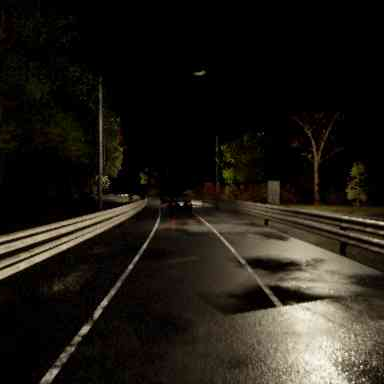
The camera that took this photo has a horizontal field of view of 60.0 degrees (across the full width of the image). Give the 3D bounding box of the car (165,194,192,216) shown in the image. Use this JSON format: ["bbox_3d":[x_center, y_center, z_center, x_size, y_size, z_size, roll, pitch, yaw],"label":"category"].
[{"bbox_3d":[-1.220,1.214,32.726,2.150,2.045,5.566,0,0,-5],"label":"car"}]

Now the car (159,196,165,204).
[{"bbox_3d":[-5.021,1.529,62.631,2.033,1.411,5.357,0,0,-11],"label":"car"}]
